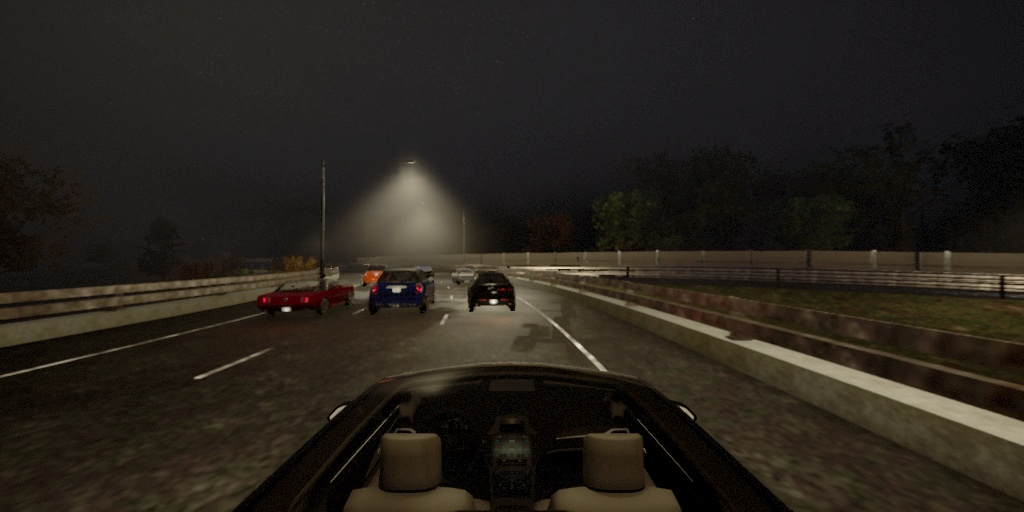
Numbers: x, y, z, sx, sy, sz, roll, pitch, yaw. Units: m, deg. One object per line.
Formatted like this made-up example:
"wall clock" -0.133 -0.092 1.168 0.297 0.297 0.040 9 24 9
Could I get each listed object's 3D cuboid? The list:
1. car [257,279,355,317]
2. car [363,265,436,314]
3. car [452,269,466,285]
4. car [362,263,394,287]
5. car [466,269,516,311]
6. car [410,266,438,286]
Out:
"car" -7.857 1.545 14.284 1.895 1.301 4.718 0 -1 -7
"car" -4.444 1.294 15.119 2.097 1.767 4.553 0 -1 -7
"car" -4.028 1.747 30.821 1.895 1.301 4.718 0 -1 -15
"car" -10.990 1.510 29.732 2.097 1.767 4.553 0 -1 -15
"car" -0.969 1.441 15.535 1.837 1.490 4.892 0 0 -7
"car" -7.599 1.649 30.599 2.128 1.511 4.902 0 -1 -15
